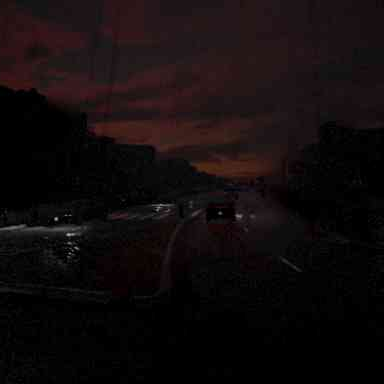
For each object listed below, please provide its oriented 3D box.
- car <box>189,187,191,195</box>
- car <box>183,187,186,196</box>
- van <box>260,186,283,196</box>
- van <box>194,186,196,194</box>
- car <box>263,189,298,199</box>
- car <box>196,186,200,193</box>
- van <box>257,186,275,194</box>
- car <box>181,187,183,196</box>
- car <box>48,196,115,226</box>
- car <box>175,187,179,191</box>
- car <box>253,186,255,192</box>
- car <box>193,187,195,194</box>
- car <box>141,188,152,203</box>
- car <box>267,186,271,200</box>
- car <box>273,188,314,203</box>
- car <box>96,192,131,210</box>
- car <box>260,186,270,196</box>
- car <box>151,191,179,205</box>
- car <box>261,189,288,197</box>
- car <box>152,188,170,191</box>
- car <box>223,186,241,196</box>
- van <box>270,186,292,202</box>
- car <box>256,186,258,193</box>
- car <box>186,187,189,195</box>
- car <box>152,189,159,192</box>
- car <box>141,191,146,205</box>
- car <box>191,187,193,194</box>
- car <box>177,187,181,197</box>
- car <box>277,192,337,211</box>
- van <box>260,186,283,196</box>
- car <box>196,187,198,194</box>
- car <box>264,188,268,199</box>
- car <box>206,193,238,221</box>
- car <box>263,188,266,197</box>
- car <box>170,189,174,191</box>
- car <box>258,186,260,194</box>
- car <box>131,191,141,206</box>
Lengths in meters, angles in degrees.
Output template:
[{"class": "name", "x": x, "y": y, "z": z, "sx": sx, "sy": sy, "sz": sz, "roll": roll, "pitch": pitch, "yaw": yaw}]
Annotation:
[{"class": "car", "x": -3.337, "y": 0.131, "z": 72.759, "sx": 4.892, "sy": 1.521, "sz": 2.231, "roll": 0, "pitch": 1, "yaw": 9}, {"class": "car", "x": -4.154, "y": 0.127, "z": 67.304, "sx": 4.553, "sy": 1.767, "sz": 2.185, "roll": 0, "pitch": 1, "yaw": 9}, {"class": "van", "x": 16.889, "y": -0.251, "z": 70.762, "sx": 4.442, "sy": 1.987, "sz": 1.878, "roll": 0, "pitch": 1, "yaw": 9}, {"class": "van", "x": -1.949, "y": -0.275, "z": 81.031, "sx": 4.442, "sy": 1.987, "sz": 1.878, "roll": 0, "pitch": 1, "yaw": 9}, {"class": "car", "x": 14.404, "y": 0.363, "z": 54.284, "sx": 5.366, "sy": 1.575, "sz": 1.946, "roll": 0, "pitch": 1, "yaw": 9}, {"class": "car", "x": -1.425, "y": -0.159, "z": 86.409, "sx": 5.366, "sy": 1.575, "sz": 1.946, "roll": 0, "pitch": 1, "yaw": 9}, {"class": "van", "x": 18.787, "y": -0.545, "z": 84.527, "sx": 4.442, "sy": 1.987, "sz": 1.878, "roll": 0, "pitch": 1, "yaw": 9}, {"class": "car", "x": -4.636, "y": 0.191, "z": 64.588, "sx": 4.553, "sy": 1.767, "sz": 2.185, "roll": 0, "pitch": 1, "yaw": 9}, {"class": "car", "x": -7.234, "y": 1.259, "z": 21.672, "sx": 1.837, "sy": 1.490, "sz": 4.892, "roll": 0, "pitch": 1, "yaw": 16}, {"class": "car", "x": -5.449, "y": 0.446, "z": 59.139, "sx": 5.008, "sy": 1.535, "sz": 2.097, "roll": 0, "pitch": 1, "yaw": 9}, {"class": "car", "x": 18.448, "y": -0.515, "z": 81.769, "sx": 5.566, "sy": 2.045, "sz": 2.435, "roll": 0, "pitch": 1, "yaw": 9}, {"class": "car", "x": -2.497, "y": 0.013, "z": 78.206, "sx": 4.892, "sy": 1.521, "sz": 2.231, "roll": 0, "pitch": 1, "yaw": 9}, {"class": "car", "x": -7.936, "y": 0.715, "z": 42.781, "sx": 4.553, "sy": 1.767, "sz": 2.185, "roll": 0, "pitch": 1, "yaw": 9}, {"class": "car", "x": 12.548, "y": 0.516, "z": 43.323, "sx": 4.553, "sy": 1.767, "sz": 2.185, "roll": 0, "pitch": 1, "yaw": 9}, {"class": "car", "x": 11.270, "y": 0.706, "z": 35.079, "sx": 4.553, "sy": 1.767, "sz": 2.185, "roll": 0, "pitch": 1, "yaw": 9}, {"class": "car", "x": -9.198, "y": 0.890, "z": 34.604, "sx": 4.553, "sy": 1.767, "sz": 2.185, "roll": 0, "pitch": 1, "yaw": 9}, {"class": "car", "x": 13.822, "y": 0.184, "z": 51.556, "sx": 5.566, "sy": 2.045, "sz": 2.435, "roll": 0, "pitch": 1, "yaw": 9}, {"class": "car", "x": -3.350, "y": 0.884, "z": 42.692, "sx": 1.994, "sy": 1.385, "sz": 4.181, "roll": 0, "pitch": 1, "yaw": 9}, {"class": "car", "x": 15.496, "y": 0.206, "z": 62.551, "sx": 4.674, "sy": 1.452, "sz": 2.002, "roll": 0, "pitch": 1, "yaw": 9}, {"class": "car", "x": -6.735, "y": 0.394, "z": 50.964, "sx": 5.566, "sy": 2.045, "sz": 2.435, "roll": 0, "pitch": 1, "yaw": 9}, {"class": "car", "x": 6.126, "y": 0.232, "z": 52.408, "sx": 2.150, "sy": 2.045, "sz": 5.566, "roll": 0, "pitch": 1, "yaw": 9}, {"class": "van", "x": 11.568, "y": 0.547, "z": 37.973, "sx": 4.442, "sy": 1.987, "sz": 1.878, "roll": 0, "pitch": 1, "yaw": 9}, {"class": "car", "x": 15.949, "y": -0.150, "z": 65.285, "sx": 5.566, "sy": 2.045, "sz": 2.435, "roll": 0, "pitch": 1, "yaw": 9}, {"class": "car", "x": -3.757, "y": 0.193, "z": 70.034, "sx": 4.892, "sy": 1.521, "sz": 2.231, "roll": 0, "pitch": 1, "yaw": 9}, {"class": "car", "x": -7.551, "y": 0.779, "z": 45.518, "sx": 4.892, "sy": 1.521, "sz": 2.231, "roll": 0, "pitch": 1, "yaw": 9}, {"class": "car", "x": -8.383, "y": 0.941, "z": 40.064, "sx": 4.674, "sy": 1.452, "sz": 2.002, "roll": 0, "pitch": 1, "yaw": 9}, {"class": "car", "x": -2.917, "y": 0.072, "z": 75.483, "sx": 4.892, "sy": 1.521, "sz": 2.231, "roll": 0, "pitch": 1, "yaw": 9}, {"class": "car", "x": -5.056, "y": 0.255, "z": 61.865, "sx": 4.553, "sy": 1.767, "sz": 2.185, "roll": 0, "pitch": 1, "yaw": 9}, {"class": "car", "x": 10.379, "y": 0.965, "z": 29.722, "sx": 4.792, "sy": 1.488, "sz": 2.163, "roll": 0, "pitch": 1, "yaw": 9}, {"class": "van", "x": 16.232, "y": -0.188, "z": 68.054, "sx": 4.442, "sy": 1.987, "sz": 1.878, "roll": 0, "pitch": 1, "yaw": 9}, {"class": "car", "x": -1.659, "y": -0.062, "z": 83.656, "sx": 4.674, "sy": 1.452, "sz": 2.002, "roll": 0, "pitch": 1, "yaw": 9}, {"class": "car", "x": 12.958, "y": 0.570, "z": 46.200, "sx": 5.008, "sy": 1.535, "sz": 2.097, "roll": 0, "pitch": 1, "yaw": 9}, {"class": "car", "x": 1.992, "y": 1.119, "z": 23.273, "sx": 1.882, "sy": 1.535, "sz": 5.008, "roll": -1, "pitch": 1, "yaw": 5}, {"class": "car", "x": 13.376, "y": 0.506, "z": 48.821, "sx": 4.892, "sy": 1.521, "sz": 2.231, "roll": 0, "pitch": 1, "yaw": 9}, {"class": "car", "x": -6.101, "y": 0.574, "z": 53.661, "sx": 5.366, "sy": 1.575, "sz": 1.946, "roll": 0, "pitch": 1, "yaw": 9}, {"class": "car", "x": 14.635, "y": 0.045, "z": 57.181, "sx": 5.566, "sy": 2.045, "sz": 2.435, "roll": 0, "pitch": 1, "yaw": 9}, {"class": "car", "x": -8.812, "y": 0.960, "z": 37.341, "sx": 5.008, "sy": 1.535, "sz": 2.097, "roll": 0, "pitch": 1, "yaw": 9}]
